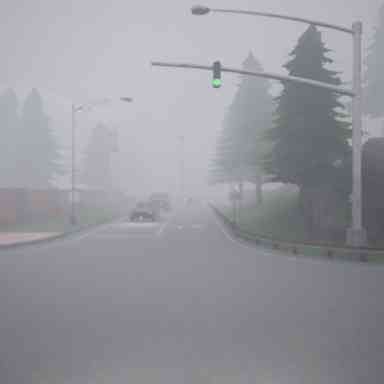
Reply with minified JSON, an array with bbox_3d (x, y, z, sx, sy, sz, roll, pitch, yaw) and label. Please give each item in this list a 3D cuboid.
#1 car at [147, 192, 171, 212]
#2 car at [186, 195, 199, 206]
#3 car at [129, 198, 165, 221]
[{"bbox_3d":[-3.559,1.035,36.457,2.150,2.045,5.566,0,0,0],"label":"car"},{"bbox_3d":[0.106,1.236,50.143,2.128,1.511,4.902,0,0,0],"label":"car"},{"bbox_3d":[-3.574,1.415,26.045,2.033,1.411,5.357,0,0,0],"label":"car"}]
